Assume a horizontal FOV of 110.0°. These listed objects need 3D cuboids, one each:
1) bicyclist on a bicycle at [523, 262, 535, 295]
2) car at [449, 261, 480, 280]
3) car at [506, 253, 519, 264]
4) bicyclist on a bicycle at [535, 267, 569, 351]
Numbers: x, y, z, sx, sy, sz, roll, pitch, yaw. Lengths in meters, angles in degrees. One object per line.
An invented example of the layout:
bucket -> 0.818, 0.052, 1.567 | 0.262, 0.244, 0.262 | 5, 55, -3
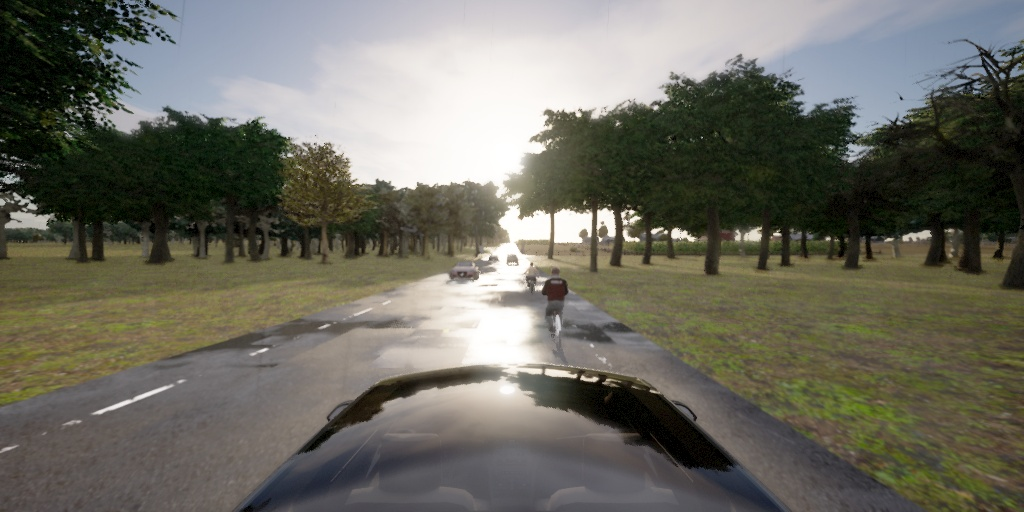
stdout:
bicyclist on a bicycle -> 0.981, 1.115, 18.097 | 0.866, 1.612, 1.509 | 0, 1, 0
car -> -3.603, 1.113, 27.941 | 1.994, 1.385, 4.181 | 0, 1, 0
car -> 0.086, 0.524, 57.927 | 2.128, 1.511, 4.902 | 0, 1, 0
bicyclist on a bicycle -> 0.963, 1.116, 8.138 | 0.659, 1.776, 1.843 | 0, 0, 0
